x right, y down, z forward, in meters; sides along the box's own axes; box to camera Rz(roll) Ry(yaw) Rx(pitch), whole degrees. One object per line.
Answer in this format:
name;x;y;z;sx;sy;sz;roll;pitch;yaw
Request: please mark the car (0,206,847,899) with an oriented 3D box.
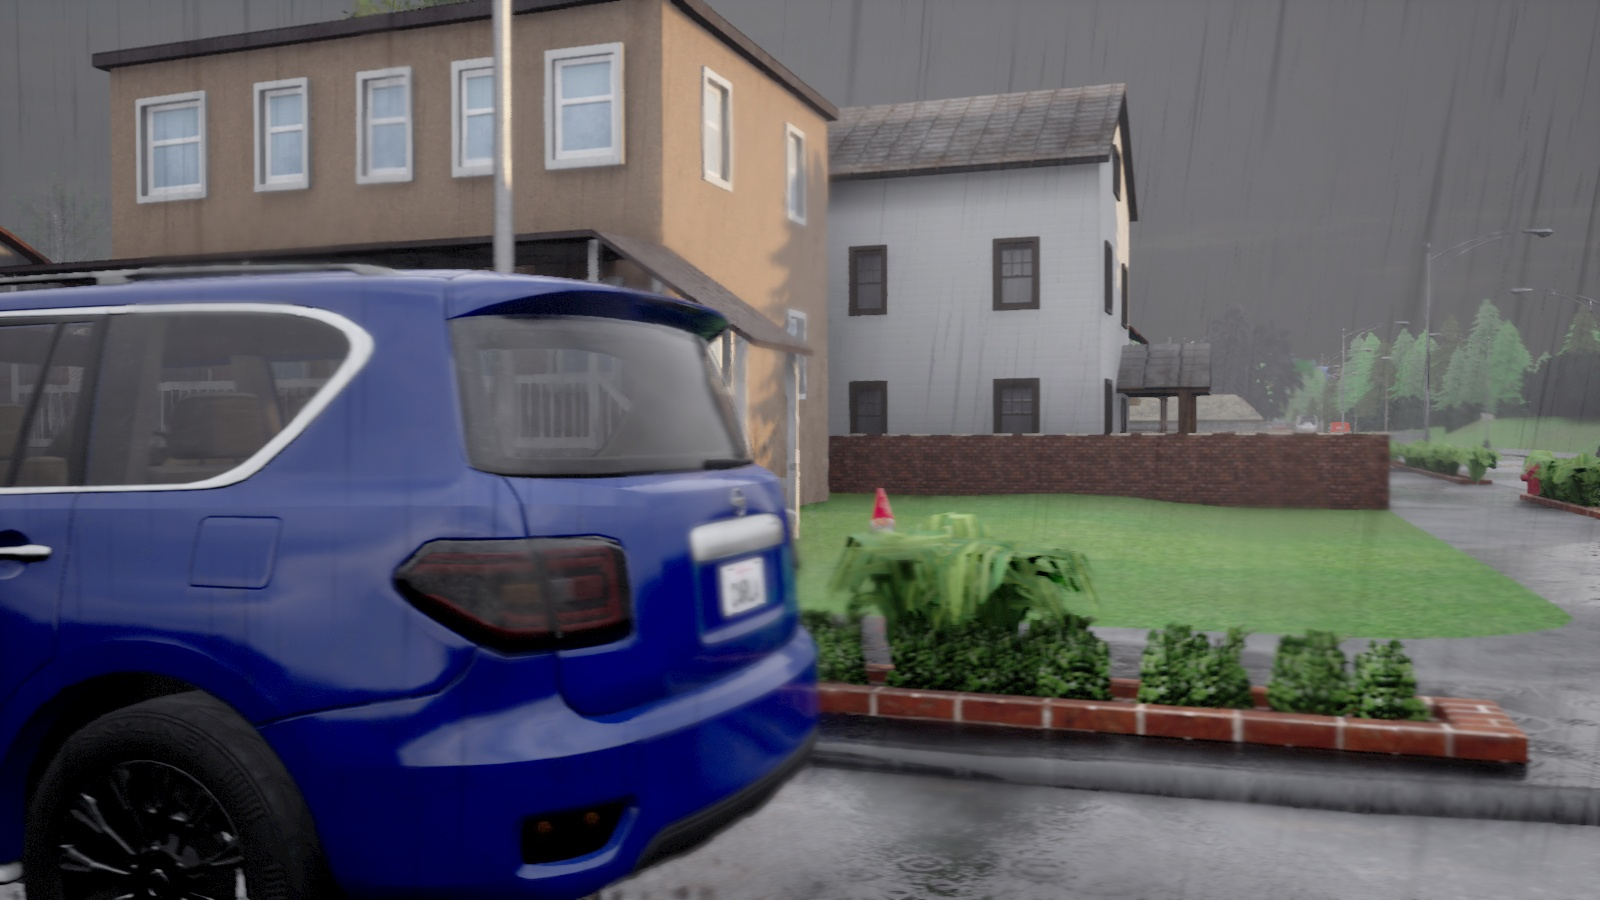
car;-2.810;0.465;4.637;5.566;2.045;2.150;1;1;20
